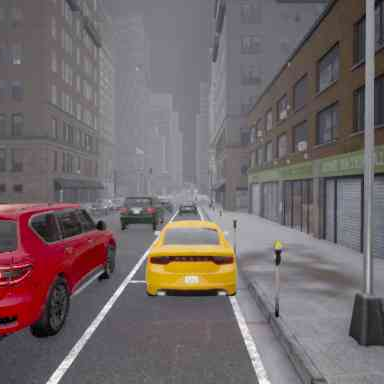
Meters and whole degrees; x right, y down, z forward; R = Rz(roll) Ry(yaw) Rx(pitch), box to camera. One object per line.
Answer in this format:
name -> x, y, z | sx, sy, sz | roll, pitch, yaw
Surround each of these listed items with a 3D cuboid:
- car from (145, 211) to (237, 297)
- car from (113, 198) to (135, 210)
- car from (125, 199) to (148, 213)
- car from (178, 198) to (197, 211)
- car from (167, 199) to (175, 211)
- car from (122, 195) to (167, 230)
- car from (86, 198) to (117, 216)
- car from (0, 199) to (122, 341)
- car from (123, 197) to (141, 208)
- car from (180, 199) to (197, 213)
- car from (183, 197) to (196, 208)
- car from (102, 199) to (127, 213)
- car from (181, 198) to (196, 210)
car -> -0.005, 1.476, 8.651 | 1.882, 1.535, 5.008 | 0, 0, 0
car -> -8.918, 1.554, 44.095 | 2.008, 1.369, 4.403 | -1, 0, 0
car -> -6.223, 1.526, 38.016 | 1.812, 1.442, 4.674 | 0, 0, 0
car -> -0.393, 1.565, 33.084 | 1.947, 1.339, 4.313 | -1, 0, 0
car -> -3.077, 1.505, 37.337 | 1.837, 1.490, 4.892 | 0, 0, 0
car -> -3.083, 1.219, 21.340 | 2.150, 2.045, 5.566 | 0, 0, 1
car -> -8.920, 1.440, 33.084 | 1.967, 1.590, 4.097 | -1, 0, 0
car -> -3.146, 1.221, 6.762 | 2.150, 2.045, 5.566 | 0, 0, 0
car -> -8.918, 1.550, 49.600 | 1.887, 1.381, 4.507 | -1, 0, 0
car -> -0.393, 1.546, 38.589 | 1.887, 1.381, 4.507 | -1, 0, 0
car -> -0.394, 1.550, 49.600 | 1.887, 1.381, 4.507 | -1, 0, 0
car -> -8.918, 1.567, 38.589 | 1.947, 1.339, 4.313 | -1, 0, 0
car -> -0.393, 1.548, 44.094 | 1.887, 1.381, 4.507 | -1, 0, 0
